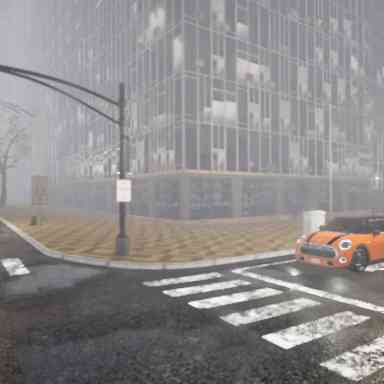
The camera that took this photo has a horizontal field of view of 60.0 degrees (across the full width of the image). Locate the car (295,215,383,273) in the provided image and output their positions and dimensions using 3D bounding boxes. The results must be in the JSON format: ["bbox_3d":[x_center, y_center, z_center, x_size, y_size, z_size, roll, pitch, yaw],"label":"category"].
[{"bbox_3d":[5.763,1.632,11.809,4.553,1.767,2.097,1,-1,-34],"label":"car"}]
